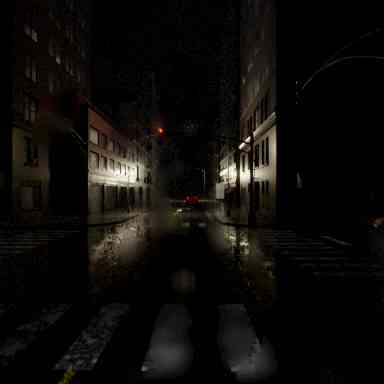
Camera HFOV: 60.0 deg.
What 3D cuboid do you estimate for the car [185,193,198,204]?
[{"bbox_3d":[-0.045,1.182,60.453,2.150,2.045,5.566,0,0,0],"label":"car"}]

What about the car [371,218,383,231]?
[{"bbox_3d":[12.380,1.513,18.047,4.829,1.417,1.752,0,0,0],"label":"car"}]
